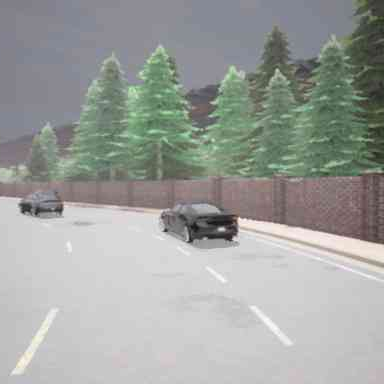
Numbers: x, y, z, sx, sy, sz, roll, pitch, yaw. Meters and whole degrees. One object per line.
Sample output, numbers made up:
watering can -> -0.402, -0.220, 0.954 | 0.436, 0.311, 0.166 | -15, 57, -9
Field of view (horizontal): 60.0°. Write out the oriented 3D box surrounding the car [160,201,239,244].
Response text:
car -> 0.113, 1.117, 14.045 | 1.882, 1.535, 5.008 | 0, 1, -22

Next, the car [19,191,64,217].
car -> -10.885, 0.898, 23.862 | 2.128, 1.511, 4.902 | -1, 2, -43
